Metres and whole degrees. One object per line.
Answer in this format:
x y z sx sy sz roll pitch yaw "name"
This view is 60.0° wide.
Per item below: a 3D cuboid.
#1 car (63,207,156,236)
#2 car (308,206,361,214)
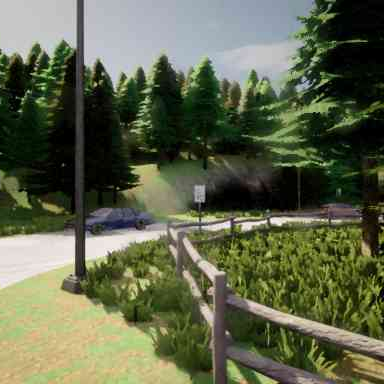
-4.524 1.574 19.156 2.033 1.411 5.357 0 0 41 "car"
11.956 1.591 27.982 4.181 1.385 1.994 0 0 -7 "car"
